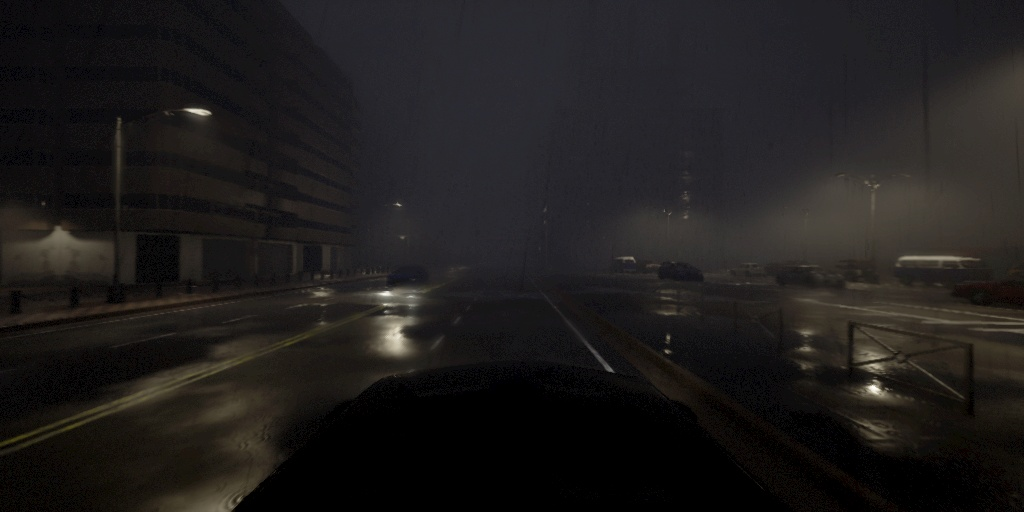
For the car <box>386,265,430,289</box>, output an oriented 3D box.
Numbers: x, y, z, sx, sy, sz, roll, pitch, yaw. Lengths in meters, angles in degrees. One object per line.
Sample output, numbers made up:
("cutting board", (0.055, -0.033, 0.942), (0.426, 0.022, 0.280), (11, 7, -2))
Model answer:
("car", (-6.981, 1.393, 24.509), (1.882, 1.535, 5.008), (0, 1, 0))
